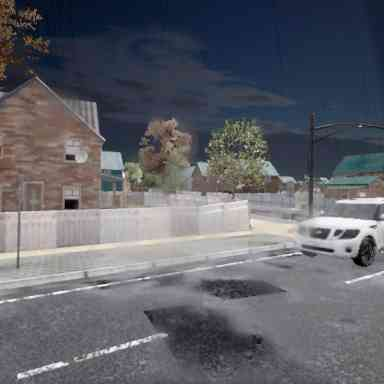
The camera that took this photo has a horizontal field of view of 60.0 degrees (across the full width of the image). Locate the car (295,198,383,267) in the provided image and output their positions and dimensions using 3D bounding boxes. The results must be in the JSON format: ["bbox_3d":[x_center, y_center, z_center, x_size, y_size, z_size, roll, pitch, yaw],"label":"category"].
[{"bbox_3d":[6.096,1.251,11.819,5.566,2.045,2.150,0,0,-35],"label":"car"}]

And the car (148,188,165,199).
[{"bbox_3d":[-6.673,0.364,61.588,2.150,2.045,5.566,1,0,-21],"label":"car"}]
